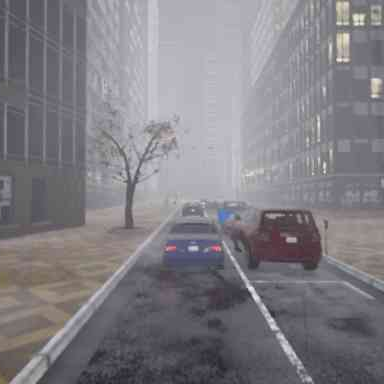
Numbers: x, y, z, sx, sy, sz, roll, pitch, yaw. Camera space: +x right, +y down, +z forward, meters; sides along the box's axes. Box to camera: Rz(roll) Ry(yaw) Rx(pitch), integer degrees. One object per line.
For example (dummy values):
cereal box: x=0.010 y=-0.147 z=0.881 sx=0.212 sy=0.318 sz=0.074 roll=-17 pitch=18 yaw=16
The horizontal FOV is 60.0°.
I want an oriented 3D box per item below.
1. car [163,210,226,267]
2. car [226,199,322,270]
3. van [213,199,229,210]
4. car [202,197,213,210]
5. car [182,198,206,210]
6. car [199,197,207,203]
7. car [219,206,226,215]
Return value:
car: x=0.062 y=1.562 z=11.399 sx=2.033 sy=1.411 sz=5.357 roll=0 pitch=0 yaw=0
car: x=2.585 y=1.329 z=11.019 sx=2.192 sy=1.841 sz=5.009 roll=1 pitch=0 yaw=0
van: x=2.585 y=1.372 z=22.154 sx=1.690 sy=1.788 sz=3.998 roll=1 pitch=0 yaw=0
car: x=2.584 y=1.620 z=44.423 sx=1.887 sy=1.381 sz=4.507 roll=1 pitch=0 yaw=0
car: x=0.089 y=1.613 z=32.057 sx=1.994 sy=1.385 sz=4.181 roll=0 pitch=0 yaw=0
car: x=2.587 y=1.749 z=77.825 sx=1.802 sy=1.307 sz=4.206 roll=1 pitch=0 yaw=0
car: x=2.580 y=1.604 z=16.586 sx=1.802 sy=1.307 sz=4.206 roll=1 pitch=0 yaw=0
